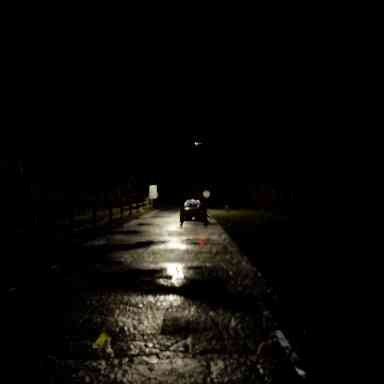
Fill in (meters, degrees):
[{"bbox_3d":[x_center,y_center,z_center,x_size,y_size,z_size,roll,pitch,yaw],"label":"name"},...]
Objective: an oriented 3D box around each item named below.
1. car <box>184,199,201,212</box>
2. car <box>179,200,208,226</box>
[{"bbox_3d":[0.098,1.558,39.069,1.895,1.301,4.718,0,0,0],"label":"car"},{"bbox_3d":[0.098,1.472,23.560,2.128,1.511,4.902,0,0,0],"label":"car"}]
